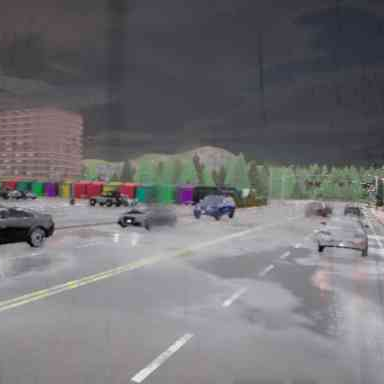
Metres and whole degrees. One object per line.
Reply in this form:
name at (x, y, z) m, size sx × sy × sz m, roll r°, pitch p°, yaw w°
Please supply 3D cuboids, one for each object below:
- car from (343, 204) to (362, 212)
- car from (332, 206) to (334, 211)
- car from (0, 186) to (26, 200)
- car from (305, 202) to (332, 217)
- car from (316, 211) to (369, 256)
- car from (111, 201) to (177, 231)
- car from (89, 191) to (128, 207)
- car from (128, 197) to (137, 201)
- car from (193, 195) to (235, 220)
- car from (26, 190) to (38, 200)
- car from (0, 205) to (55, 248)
car at (20.649, 2.386, 42.886) m, size 1.837 × 1.490 × 4.892 m, roll 2°, pitch 0°, yaw 26°
car at (18.785, 2.310, 46.999) m, size 1.837 × 1.490 × 4.892 m, roll 2°, pitch 0°, yaw 26°
car at (-25.756, 0.074, 45.881) m, size 4.605 × 1.855 × 1.932 m, roll 2°, pitch 0°, yaw 25°
car at (14.281, 1.964, 37.909) m, size 2.097 × 1.767 × 4.553 m, roll 2°, pitch 0°, yaw 26°
car at (6.714, 1.812, 14.717) m, size 1.812 × 1.442 × 4.674 m, roll 2°, pitch 0°, yaw 26°
car at (-2.585, 1.459, 20.119) m, size 1.994 × 1.385 × 4.181 m, roll 2°, pitch 0°, yaw 26°
car at (-9.875, 0.746, 38.511) m, size 3.866 × 1.878 × 1.905 m, roll 2°, pitch 0°, yaw 25°
car at (-8.656, 1.038, 41.131) m, size 3.806 × 1.475 × 1.970 m, roll 2°, pitch 0°, yaw 25°
car at (2.128, 1.317, 29.587) m, size 2.150 × 2.045 × 5.566 m, roll 2°, pitch 0°, yaw 26°
car at (-24.486, 0.339, 48.481) m, size 3.905 × 1.438 × 1.784 m, roll 2°, pitch 0°, yaw 25°
car at (-6.939, 1.200, 11.161) m, size 2.128 × 1.511 × 4.902 m, roll 2°, pitch 0°, yaw 26°
